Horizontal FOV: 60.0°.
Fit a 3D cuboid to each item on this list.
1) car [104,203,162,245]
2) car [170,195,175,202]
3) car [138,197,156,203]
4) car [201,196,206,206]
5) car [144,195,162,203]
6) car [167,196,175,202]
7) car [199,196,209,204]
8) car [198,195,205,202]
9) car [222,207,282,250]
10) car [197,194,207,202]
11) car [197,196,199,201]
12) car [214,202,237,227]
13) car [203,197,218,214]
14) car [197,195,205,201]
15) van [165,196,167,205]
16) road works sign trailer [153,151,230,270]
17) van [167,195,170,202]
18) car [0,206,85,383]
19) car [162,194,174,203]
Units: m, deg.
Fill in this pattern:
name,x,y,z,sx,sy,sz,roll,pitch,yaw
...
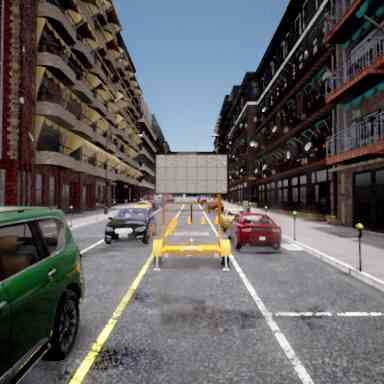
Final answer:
name,x,y,z,sx,sy,sz,roll,pitch,yaw
car,-2.776,1.507,15.794,2.128,1.511,4.902,0,0,0
car,-5.386,1.478,69.675,2.192,1.841,5.009,1,0,0
car,-5.344,1.581,36.322,1.752,1.417,4.829,2,0,0
car,2.527,1.620,41.971,2.008,1.369,4.403,1,0,0
car,-5.346,1.384,42.024,2.192,1.841,5.009,2,0,0
car,-5.416,1.802,86.266,1.947,1.339,4.313,1,0,0
car,2.498,1.603,69.625,1.967,1.590,4.097,1,0,0
car,2.504,1.664,58.563,1.887,1.381,4.507,1,0,0
car,2.567,1.558,14.317,1.887,1.381,4.507,1,0,0
car,2.444,1.525,80.687,2.192,1.841,5.009,1,0,0
car,2.496,1.685,64.093,1.887,1.381,4.507,1,0,0
car,2.559,1.547,20.019,1.752,1.417,4.829,1,0,0
car,2.535,1.600,36.439,1.887,1.381,4.507,1,0,0
car,2.425,1.705,91.750,1.967,1.590,4.097,1,0,0
van,-5.363,1.442,53.082,1.690,1.788,3.998,2,0,0
road works sign trailer,-0.014,0.473,10.979,2.380,3.560,2.880,0,0,0
van,-5.372,1.461,58.614,1.690,1.788,3.998,1,0,0
car,-2.746,1.223,3.027,2.150,2.045,5.566,0,0,0
car,-5.394,1.501,75.205,2.192,1.841,5.009,1,0,0
